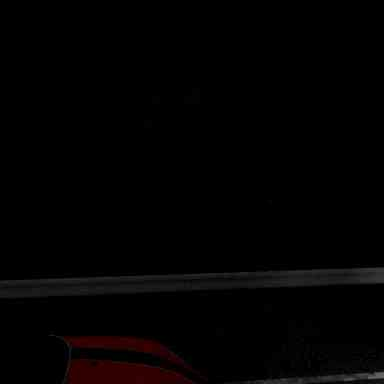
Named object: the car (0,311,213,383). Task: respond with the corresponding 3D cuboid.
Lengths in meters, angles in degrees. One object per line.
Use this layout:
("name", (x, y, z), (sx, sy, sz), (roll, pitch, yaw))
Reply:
("car", (-1.864, 1.352, 1.651), (4.553, 1.767, 2.097), (0, 0, -6))
